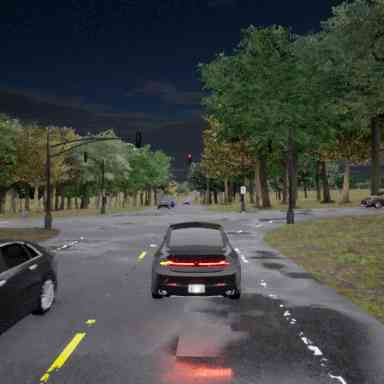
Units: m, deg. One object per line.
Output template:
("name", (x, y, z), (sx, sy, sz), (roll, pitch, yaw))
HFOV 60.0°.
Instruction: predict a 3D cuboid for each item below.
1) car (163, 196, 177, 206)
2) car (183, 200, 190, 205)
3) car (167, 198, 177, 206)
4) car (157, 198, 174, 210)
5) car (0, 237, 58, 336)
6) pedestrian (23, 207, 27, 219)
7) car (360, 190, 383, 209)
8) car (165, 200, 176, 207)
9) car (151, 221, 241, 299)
("car", (-4.382, 1.801, 60.075), (2.150, 2.045, 5.566), (0, -1, -2))
("car", (-1.516, 2.968, 91.158), (1.895, 1.301, 4.718), (0, -2, -1))
("car", (-4.777, 2.392, 80.633), (2.097, 1.767, 4.553), (0, -2, -1))
("car", (-4.181, 2.007, 50.209), (1.895, 1.301, 4.718), (0, -1, -1))
("car", (-3.580, 1.506, 4.775), (1.837, 1.490, 4.892), (0, 0, 0))
("pedestrian", (-18.098, 2.203, 36.061), (0.375, 1.300, 0.375), (0, 1, 2))
("car", (18.130, 0.590, 30.812), (4.553, 1.767, 2.097), (-2, -1, 2))
("car", (-4.543, 2.316, 70.342), (2.033, 1.411, 5.357), (0, -1, -1))
("car", (0.087, 1.508, 8.461), (1.837, 1.490, 4.892), (0, 0, 0))
